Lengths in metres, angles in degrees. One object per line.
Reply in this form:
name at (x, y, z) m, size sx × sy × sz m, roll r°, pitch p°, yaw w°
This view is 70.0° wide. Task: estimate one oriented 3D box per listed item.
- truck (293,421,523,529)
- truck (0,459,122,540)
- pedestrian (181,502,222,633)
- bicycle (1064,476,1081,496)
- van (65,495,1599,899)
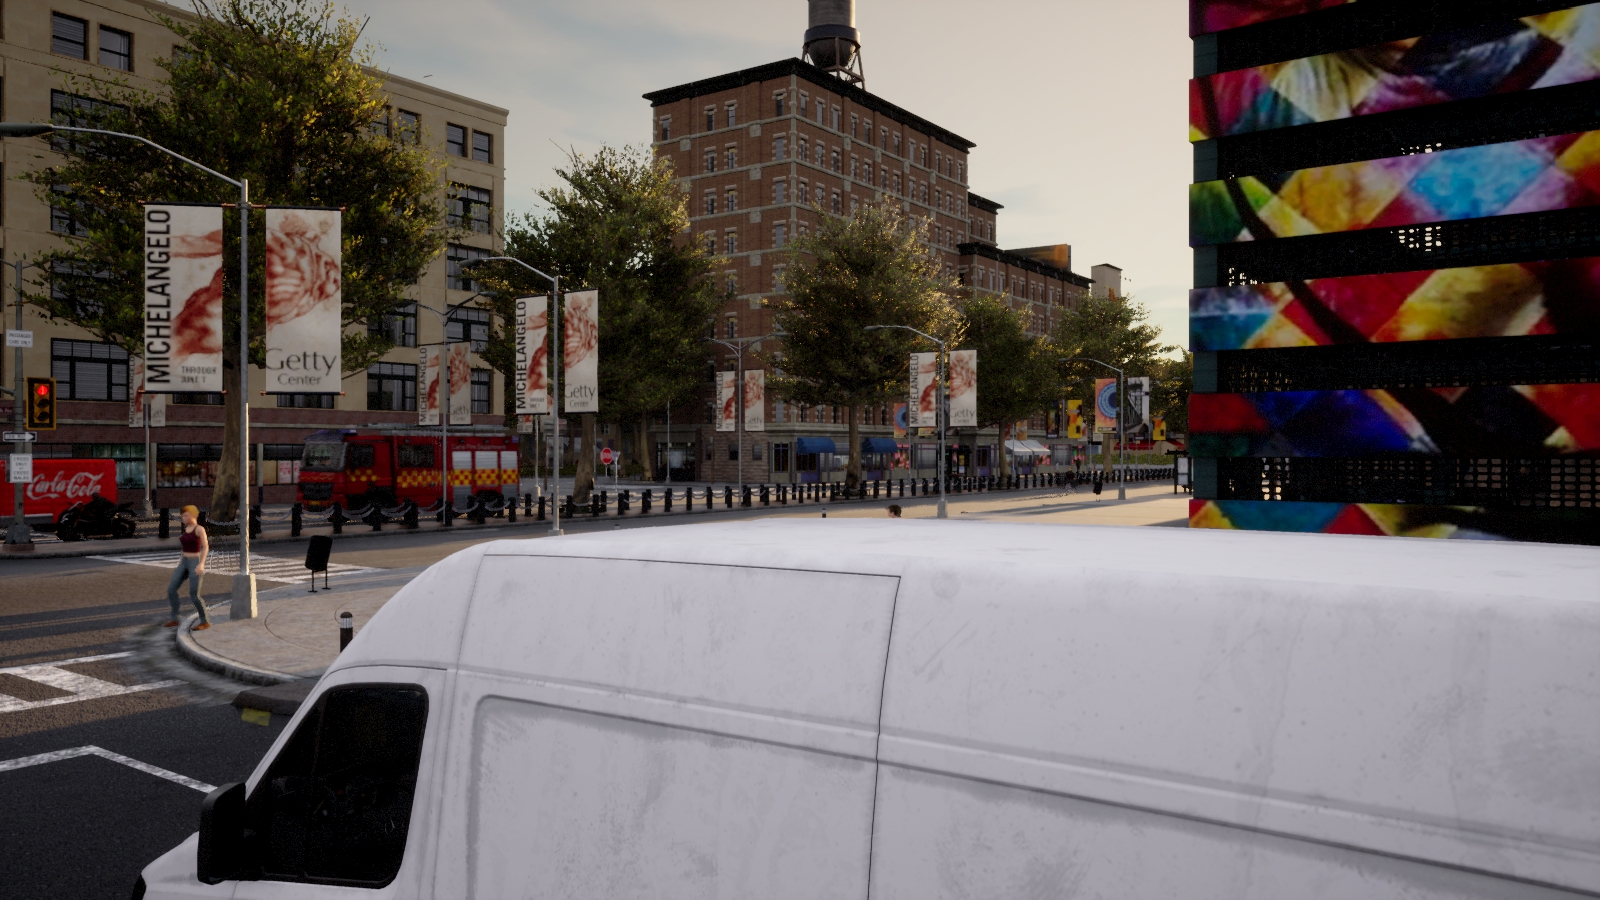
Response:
truck at (-15.173, 0.890, 44.980) m, size 2.891 × 3.827 × 8.468 m, roll 0°, pitch 0°, yaw 36°
truck at (-25.344, 1.560, 36.986) m, size 2.627 × 2.467 × 5.204 m, roll 0°, pitch 1°, yaw 37°
pedestrian at (-8.721, 1.696, 16.652) m, size 0.375 × 1.860 × 0.375 m, roll 0°, pitch 0°, yaw 28°
bicycle at (16.607, 2.210, 69.719) m, size 0.329 × 1.171 × 1.835 m, roll 0°, pitch 0°, yaw 36°
van at (-0.118, 1.534, 3.913) m, size 5.915 × 2.561 × 1.988 m, roll 0°, pitch 0°, yaw 36°
